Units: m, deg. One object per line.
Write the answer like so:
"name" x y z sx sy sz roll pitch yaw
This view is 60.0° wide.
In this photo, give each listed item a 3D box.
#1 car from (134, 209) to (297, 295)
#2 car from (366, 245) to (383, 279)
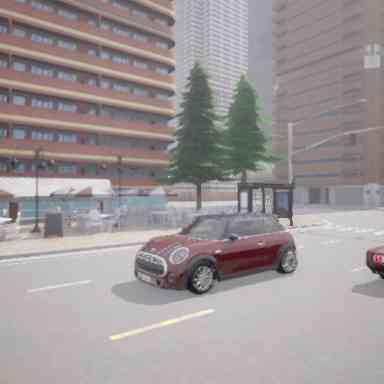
"car" 0.756 1.384 8.956 4.553 1.767 2.097 0 0 -37
"car" 6.625 1.629 8.789 4.718 1.301 1.895 0 0 -37
